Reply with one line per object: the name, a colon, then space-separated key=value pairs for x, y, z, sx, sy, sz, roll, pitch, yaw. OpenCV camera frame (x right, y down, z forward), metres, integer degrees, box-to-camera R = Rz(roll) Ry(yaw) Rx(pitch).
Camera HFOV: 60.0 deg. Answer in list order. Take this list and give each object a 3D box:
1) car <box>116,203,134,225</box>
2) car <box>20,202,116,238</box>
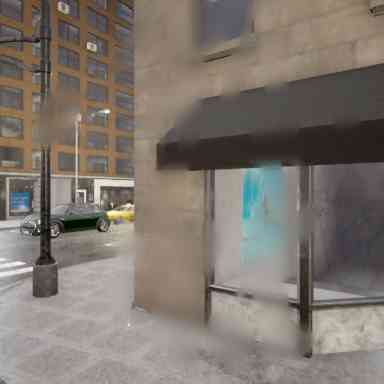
car: x=-4.871 y=1.548 z=24.673 sx=1.752 sy=1.417 sz=4.829 roll=0 pitch=0 yaw=36
car: x=-6.674 y=1.366 z=17.848 sx=2.097 sy=1.767 sz=4.553 roll=0 pitch=0 yaw=36
